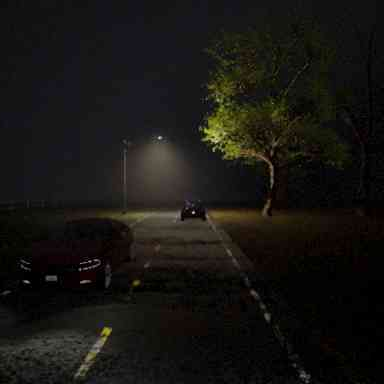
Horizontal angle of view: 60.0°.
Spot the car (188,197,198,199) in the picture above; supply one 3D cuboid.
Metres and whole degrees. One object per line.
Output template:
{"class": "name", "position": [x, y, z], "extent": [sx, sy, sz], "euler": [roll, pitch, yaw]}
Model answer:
{"class": "car", "position": [0.109, 1.443, 42.980], "extent": [1.882, 1.535, 5.008], "euler": [0, 0, 0]}

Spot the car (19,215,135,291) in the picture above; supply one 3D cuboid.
{"class": "car", "position": [-2.843, 1.473, 9.238], "extent": [1.882, 1.535, 5.008], "euler": [0, 0, 0]}

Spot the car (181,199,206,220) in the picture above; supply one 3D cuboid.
{"class": "car", "position": [0.107, 1.545, 27.562], "extent": [1.994, 1.385, 4.181], "euler": [0, 0, 0]}
